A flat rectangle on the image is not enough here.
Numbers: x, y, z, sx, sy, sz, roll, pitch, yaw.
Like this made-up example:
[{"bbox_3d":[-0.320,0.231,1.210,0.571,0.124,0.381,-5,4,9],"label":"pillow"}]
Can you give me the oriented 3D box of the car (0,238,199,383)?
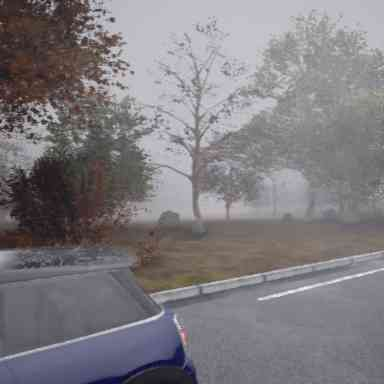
[{"bbox_3d":[-2.226,1.322,2.461,4.553,1.767,2.097,1,0,-34],"label":"car"}]
